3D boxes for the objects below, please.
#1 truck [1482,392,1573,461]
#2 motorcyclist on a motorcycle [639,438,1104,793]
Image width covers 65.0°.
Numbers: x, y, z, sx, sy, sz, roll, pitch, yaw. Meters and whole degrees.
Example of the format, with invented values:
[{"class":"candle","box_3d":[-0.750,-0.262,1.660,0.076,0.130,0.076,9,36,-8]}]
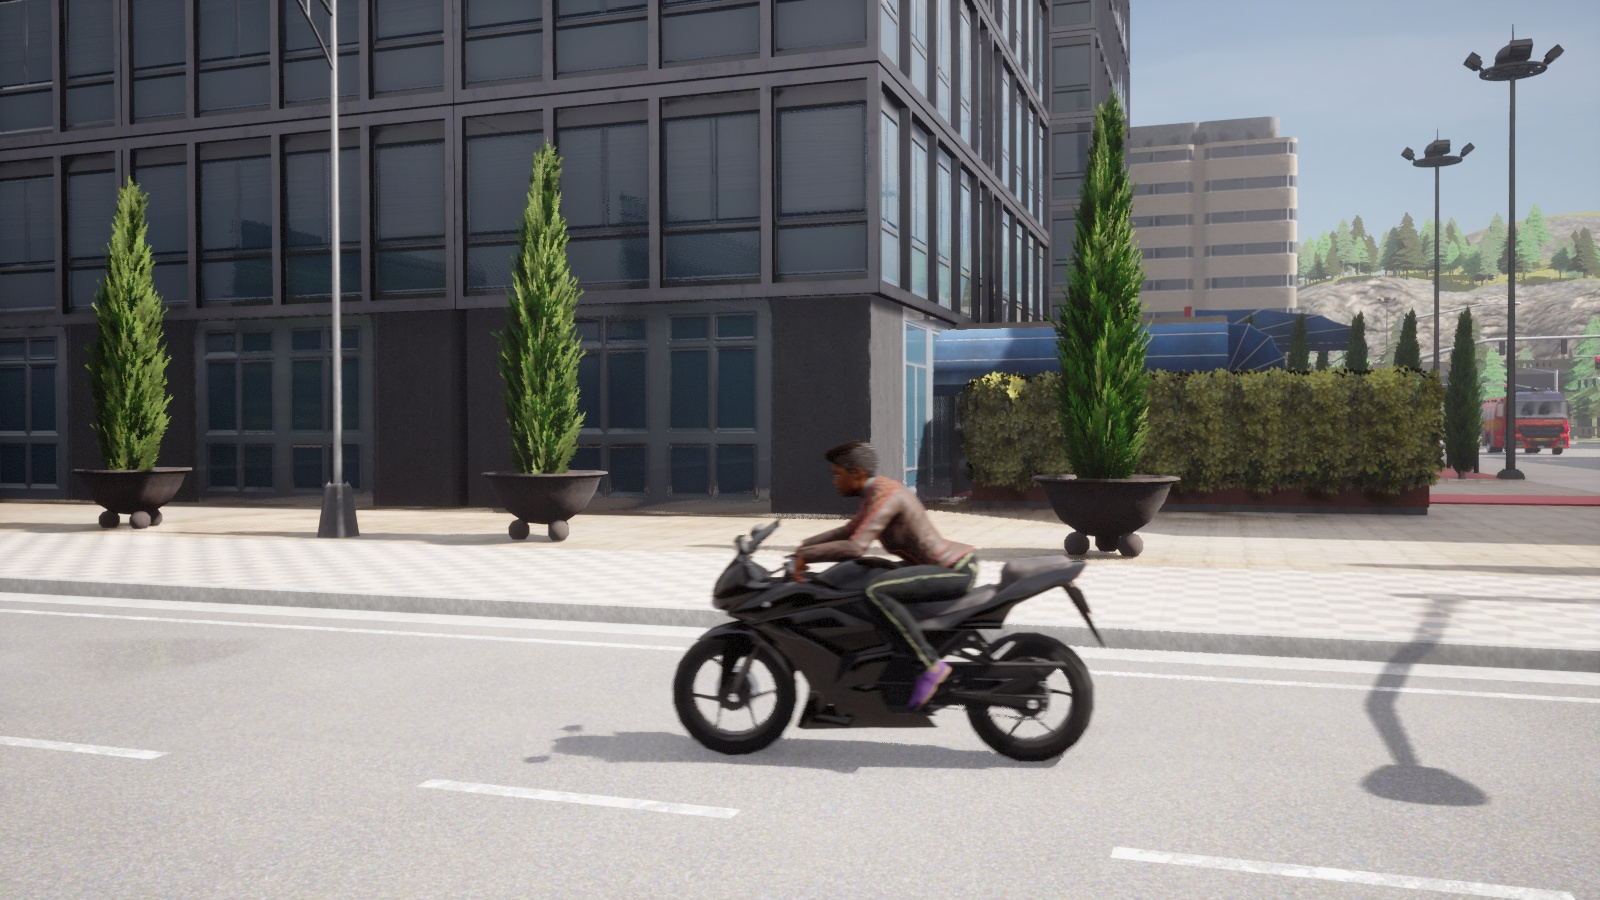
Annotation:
[{"class":"truck","box_3d":[42.382,-1.355,73.425,2.891,3.827,8.468,1,1,18]},{"class":"motorcyclist on a motorcycle","box_3d":[0.332,0.715,5.935,2.044,1.523,0.797,0,1,6]}]
